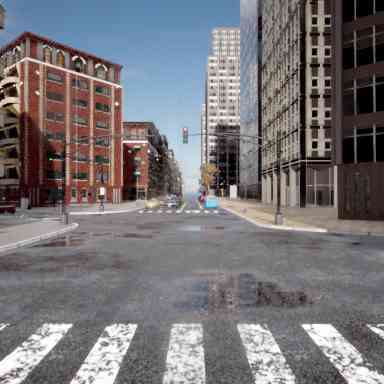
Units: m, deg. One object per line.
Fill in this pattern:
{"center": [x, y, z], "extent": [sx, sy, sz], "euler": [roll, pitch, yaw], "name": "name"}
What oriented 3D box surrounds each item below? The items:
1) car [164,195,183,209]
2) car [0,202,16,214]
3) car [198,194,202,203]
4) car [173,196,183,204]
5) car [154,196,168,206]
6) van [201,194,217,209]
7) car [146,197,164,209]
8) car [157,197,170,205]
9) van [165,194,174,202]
{"center": [-2.812, 1.537, 45.981], "extent": [2.128, 1.511, 4.902], "euler": [0, 0, 2], "name": "car"}
{"center": [-21.145, 1.790, 36.464], "extent": [4.718, 1.301, 1.895], "euler": [-1, -1, 41], "name": "car"}
{"center": [2.569, 1.645, 68.001], "extent": [1.887, 1.381, 4.507], "euler": [0, 0, 0], "name": "car"}
{"center": [-2.773, 1.621, 66.435], "extent": [1.812, 1.442, 4.674], "euler": [0, 0, 1], "name": "car"}
{"center": [-5.311, 1.510, 56.897], "extent": [1.967, 1.590, 4.097], "euler": [0, 0, 0], "name": "car"}
{"center": [2.570, 1.386, 45.791], "extent": [1.690, 1.788, 3.998], "euler": [0, 0, 0], "name": "van"}
{"center": [-5.311, 1.570, 45.621], "extent": [1.752, 1.417, 4.829], "euler": [0, 0, 0], "name": "car"}
{"center": [-5.312, 1.651, 62.449], "extent": [1.947, 1.339, 4.313], "euler": [0, 0, 0], "name": "car"}
{"center": [-5.311, 1.474, 79.105], "extent": [1.690, 1.788, 3.998], "euler": [0, 0, 0], "name": "van"}
